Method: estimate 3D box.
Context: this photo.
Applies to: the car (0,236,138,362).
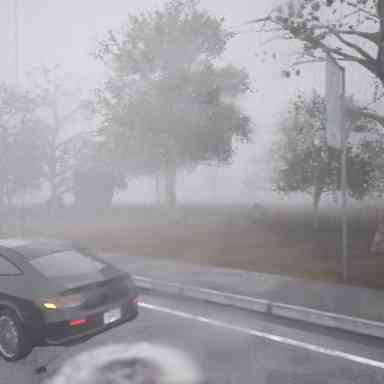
[{"bbox_3d":[-3.020,1.528,5.838,4.674,1.442,1.812,0,0,33],"label":"car"}]
